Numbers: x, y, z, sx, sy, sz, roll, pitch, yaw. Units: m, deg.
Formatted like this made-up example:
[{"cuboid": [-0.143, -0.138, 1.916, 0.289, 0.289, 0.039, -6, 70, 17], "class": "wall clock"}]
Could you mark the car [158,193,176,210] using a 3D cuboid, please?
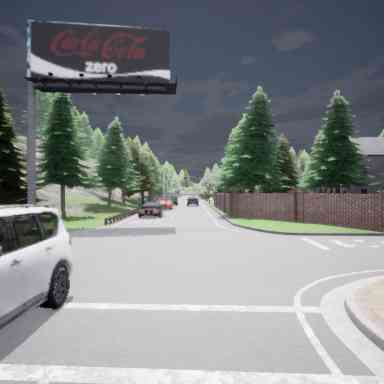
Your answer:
[{"cuboid": [-3.568, 1.352, 42.225, 2.097, 1.767, 4.553, 0, 0, 0], "class": "car"}]

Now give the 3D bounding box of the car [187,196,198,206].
[{"cuboid": [0.137, 1.504, 55.952, 1.837, 1.490, 4.892, 0, 0, 0], "class": "car"}]

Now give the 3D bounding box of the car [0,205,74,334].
[{"cuboid": [-3.601, 1.240, 4.940, 2.150, 2.045, 5.566, 0, -1, 0], "class": "car"}]

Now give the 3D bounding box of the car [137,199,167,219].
[{"cuboid": [-3.581, 1.564, 29.437, 1.994, 1.385, 4.181, 0, 0, 0], "class": "car"}]

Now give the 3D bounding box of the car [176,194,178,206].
[{"cuboid": [-3.520, 1.219, 56.197, 2.150, 2.045, 5.566, 0, 0, 0], "class": "car"}]
